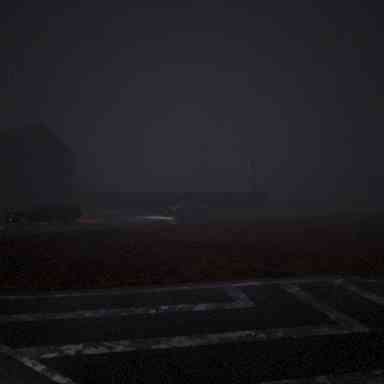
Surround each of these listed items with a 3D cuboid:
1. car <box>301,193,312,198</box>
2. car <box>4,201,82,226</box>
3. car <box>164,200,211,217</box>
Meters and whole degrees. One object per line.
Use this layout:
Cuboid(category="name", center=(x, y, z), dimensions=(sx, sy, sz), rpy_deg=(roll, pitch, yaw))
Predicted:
Cuboid(category="car", center=(30.069, 1.618, 86.810), dimensions=(2.242, 1.667, 4.611), rpy_deg=(0, 0, 35))
Cuboid(category="car", center=(-10.125, 1.426, 22.884), dimensions=(4.892, 1.490, 1.837), rpy_deg=(0, 0, -38))
Cuboid(category="car", center=(-0.365, 1.482, 30.527), dimensions=(4.674, 1.442, 1.812), rpy_deg=(1, 0, -37))
